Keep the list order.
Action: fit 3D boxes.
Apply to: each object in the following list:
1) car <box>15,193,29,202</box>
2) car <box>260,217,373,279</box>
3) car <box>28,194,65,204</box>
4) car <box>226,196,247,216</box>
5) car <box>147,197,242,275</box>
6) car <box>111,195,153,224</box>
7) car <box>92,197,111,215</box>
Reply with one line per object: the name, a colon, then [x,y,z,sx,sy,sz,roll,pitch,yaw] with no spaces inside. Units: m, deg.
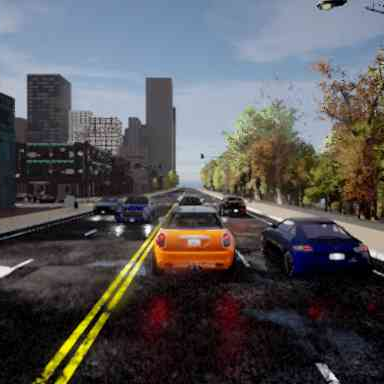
car: [-28.735,0.937,55.803,4.403,1.369,2.008,-1,2,0]
car: [3.300,1.410,9.592,1.994,1.385,4.181,0,1,0]
car: [-20.327,1.072,47.366,4.313,1.339,1.947,-1,2,0]
car: [3.163,1.083,26.502,1.837,1.490,4.892,0,1,0]
car: [0.046,1.190,10.065,2.097,1.767,4.553,0,1,0]
car: [-3.488,1.009,21.540,2.097,1.767,4.553,0,1,0]
car: [-6.786,1.105,27.978,2.033,1.411,5.357,0,1,0]
